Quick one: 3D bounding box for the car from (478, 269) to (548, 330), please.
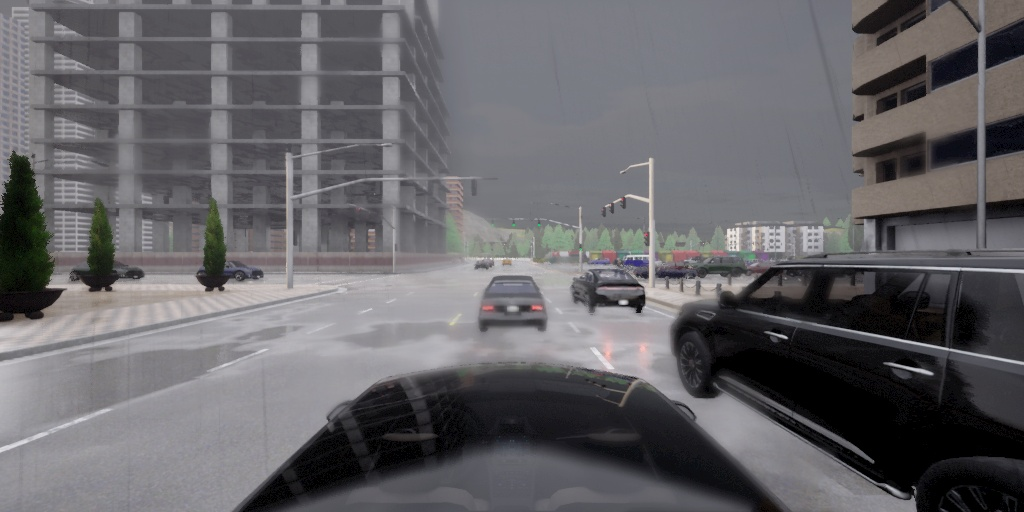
[{"bbox_3d":[0.019,1.299,11.000,2.033,1.411,5.357,0,0,0],"label":"car"}]

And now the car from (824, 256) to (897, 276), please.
[{"bbox_3d":[36.521,1.031,37.695,5.566,2.045,2.150,0,0,0],"label":"car"}]

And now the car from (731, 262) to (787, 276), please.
[{"bbox_3d":[25.825,1.335,37.606,4.674,1.442,1.812,0,0,0],"label":"car"}]

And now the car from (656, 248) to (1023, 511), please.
[{"bbox_3d":[3.599,0.972,3.367,2.150,2.045,5.566,0,0,0],"label":"car"}]

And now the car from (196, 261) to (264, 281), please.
[{"bbox_3d":[-23.483,1.160,30.020,4.553,1.767,2.097,0,0,0],"label":"car"}]

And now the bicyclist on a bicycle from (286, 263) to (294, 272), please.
[{"bbox_3d":[-25.967,1.110,41.982,0.582,1.620,1.656,0,0,0],"label":"bicyclist on a bicycle"}]

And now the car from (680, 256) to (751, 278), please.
[{"bbox_3d":[19.232,1.030,34.064,5.566,2.045,2.150,0,0,0],"label":"car"}]

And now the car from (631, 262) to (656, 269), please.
[{"bbox_3d":[12.994,1.410,30.313,4.718,1.301,1.895,0,0,0],"label":"car"}]

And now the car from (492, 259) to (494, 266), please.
[{"bbox_3d":[-4.522,1.234,63.040,1.882,1.535,5.008,0,0,0],"label":"car"}]

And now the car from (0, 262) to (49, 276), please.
[{"bbox_3d":[-51.188,1.335,36.951,4.674,1.442,1.812,0,0,0],"label":"car"}]

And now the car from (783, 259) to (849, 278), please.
[{"bbox_3d":[28.873,1.161,34.139,4.553,1.767,2.097,0,0,0],"label":"car"}]

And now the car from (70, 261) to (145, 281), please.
[{"bbox_3d":[-33.686,1.160,29.939,4.553,1.767,2.097,0,0,0],"label":"car"}]

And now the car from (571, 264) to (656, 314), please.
[{"bbox_3d":[3.492,1.243,13.724,2.128,1.511,4.902,0,0,0],"label":"car"}]

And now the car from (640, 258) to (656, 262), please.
[{"bbox_3d":[16.515,1.287,37.542,5.008,1.535,1.882,0,0,0],"label":"car"}]

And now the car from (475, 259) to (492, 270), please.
[{"bbox_3d":[-4.424,1.356,52.872,1.895,1.301,4.718,0,0,-1],"label":"car"}]
